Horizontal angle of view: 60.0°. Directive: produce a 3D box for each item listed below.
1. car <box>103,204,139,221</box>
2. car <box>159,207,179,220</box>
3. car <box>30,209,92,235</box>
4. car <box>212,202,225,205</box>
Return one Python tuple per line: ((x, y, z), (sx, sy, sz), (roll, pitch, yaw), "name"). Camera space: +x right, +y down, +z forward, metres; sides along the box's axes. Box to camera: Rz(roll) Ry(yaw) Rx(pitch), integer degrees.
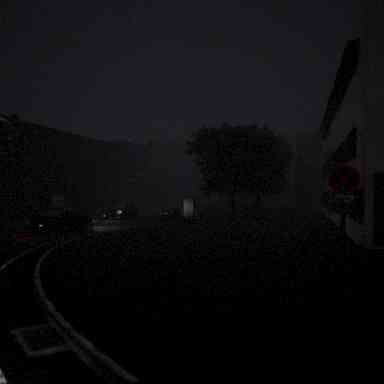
((-7.503, 2.093, 35.707), (2.097, 1.767, 4.553), (1, -2, 19), "car")
((-2.102, 2.559, 39.961), (2.033, 1.411, 5.357), (1, -2, 19), "car")
((-8.190, 1.832, 21.356), (1.882, 1.535, 5.008), (0, -2, 9), "car")
((5.997, 2.512, 73.861), (2.033, 1.411, 5.357), (1, 2, 19), "car")
